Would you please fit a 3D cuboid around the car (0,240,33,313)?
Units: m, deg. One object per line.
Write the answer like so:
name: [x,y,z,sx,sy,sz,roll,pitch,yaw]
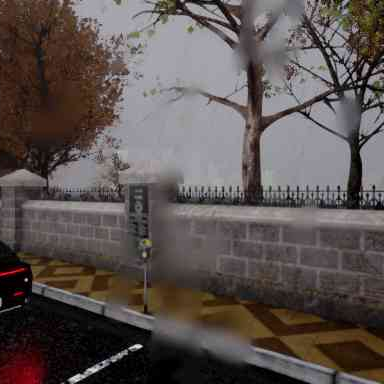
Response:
car: [-5.067,1.505,6.582,4.892,1.490,1.837,0,0,36]
